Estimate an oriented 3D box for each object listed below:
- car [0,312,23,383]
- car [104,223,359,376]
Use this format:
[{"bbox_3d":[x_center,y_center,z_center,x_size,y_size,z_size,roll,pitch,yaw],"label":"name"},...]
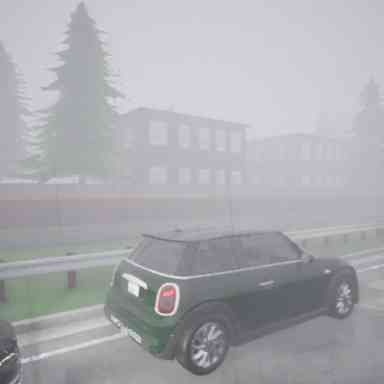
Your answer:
[{"bbox_3d":[-3.933,1.509,2.351,4.892,1.490,1.837,0,0,-36],"label":"car"},{"bbox_3d":[0.925,1.349,5.821,4.553,1.767,2.097,0,0,-36],"label":"car"}]
